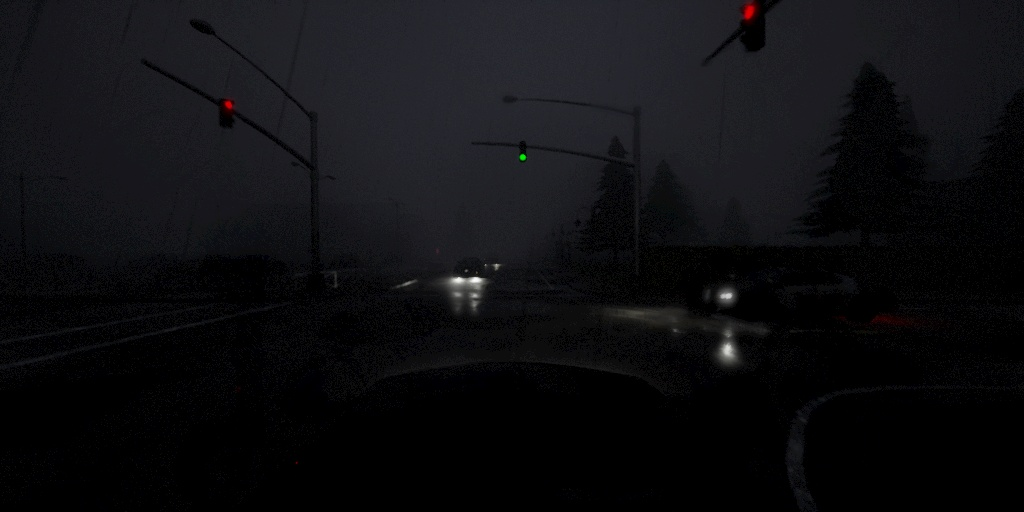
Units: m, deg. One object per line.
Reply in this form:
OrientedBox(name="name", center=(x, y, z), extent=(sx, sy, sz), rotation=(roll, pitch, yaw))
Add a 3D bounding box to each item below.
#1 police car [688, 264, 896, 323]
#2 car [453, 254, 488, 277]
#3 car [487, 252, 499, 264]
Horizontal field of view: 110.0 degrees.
OrientedBox(name="police car", center=(7.949, 1.050, 10.583), extent=(4.974, 1.542, 2.038), rotation=(0, 1, 1))
OrientedBox(name="car", center=(-3.156, 0.797, 27.022), extent=(1.994, 1.385, 4.181), rotation=(0, 1, 1))
OrientedBox(name="car", center=(-2.759, 0.263, 48.603), extent=(1.882, 1.535, 5.008), rotation=(0, 1, 1))
